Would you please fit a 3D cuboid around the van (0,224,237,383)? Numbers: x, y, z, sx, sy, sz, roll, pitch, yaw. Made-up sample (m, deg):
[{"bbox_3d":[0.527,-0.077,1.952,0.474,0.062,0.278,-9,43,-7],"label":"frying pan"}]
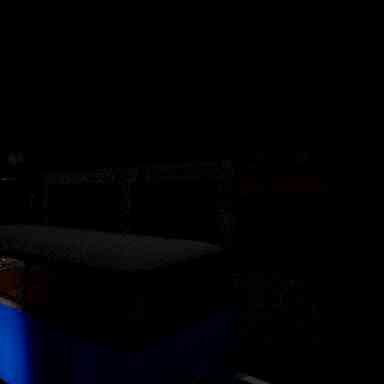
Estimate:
[{"bbox_3d":[-1.444,1.343,3.890,3.998,1.788,1.690,0,-1,36],"label":"van"}]
